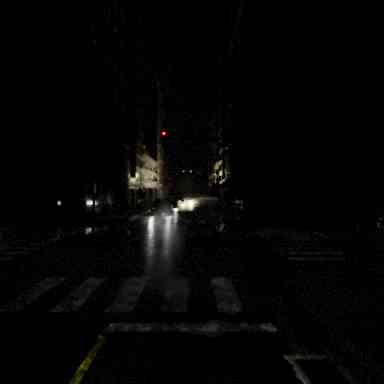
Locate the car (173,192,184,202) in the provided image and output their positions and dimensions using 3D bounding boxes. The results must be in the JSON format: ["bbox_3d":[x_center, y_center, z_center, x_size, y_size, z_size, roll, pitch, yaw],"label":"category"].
[{"bbox_3d":[-2.737,0.952,64.714,2.150,2.045,5.566,0,0,0],"label":"car"}]

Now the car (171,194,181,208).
[{"bbox_3d":[-2.827,1.353,43.668,1.812,1.442,4.674,0,1,0],"label":"car"}]

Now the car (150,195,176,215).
[{"bbox_3d":[-2.840,1.379,32.113,1.837,1.490,4.892,0,1,0],"label":"car"}]

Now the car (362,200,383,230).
[{"bbox_3d":[12.353,1.211,19.708,5.009,1.841,2.192,0,1,0],"label":"car"}]
